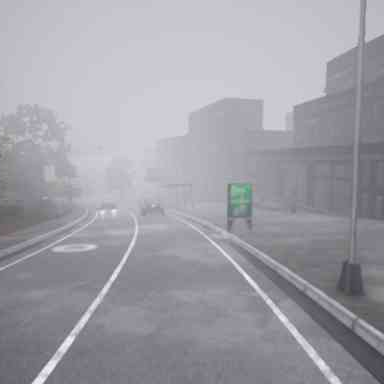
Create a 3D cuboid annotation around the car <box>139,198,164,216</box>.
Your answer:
[{"bbox_3d":[-4.083,1.352,32.863,2.097,1.767,4.553,-2,0,-13],"label":"car"}]

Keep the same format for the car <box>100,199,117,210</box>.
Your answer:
[{"bbox_3d":[-11.786,1.703,46.601,1.812,1.442,4.674,-2,0,-19],"label":"car"}]
